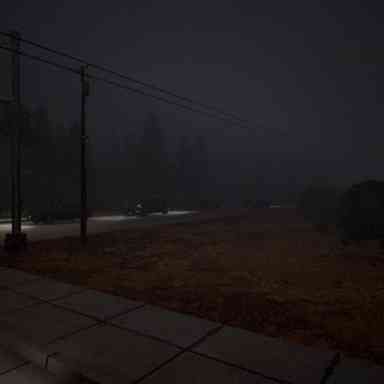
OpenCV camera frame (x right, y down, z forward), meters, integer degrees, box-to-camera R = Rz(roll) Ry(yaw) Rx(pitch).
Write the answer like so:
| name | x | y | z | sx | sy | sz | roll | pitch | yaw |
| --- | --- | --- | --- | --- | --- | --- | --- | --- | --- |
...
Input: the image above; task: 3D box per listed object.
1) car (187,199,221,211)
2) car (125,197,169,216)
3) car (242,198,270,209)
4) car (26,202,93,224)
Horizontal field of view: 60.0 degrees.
| name | x | y | z | sx | sy | sz | roll | pitch | yaw |
| --- | --- | --- | --- | --- | --- | --- | --- | --- | --- |
| car | 1.523 | 1.510 | 39.971 | 1.895 | 1.301 | 4.718 | 0 | 0 | 37 |
| car | -4.327 | 1.312 | 32.097 | 2.097 | 1.767 | 4.553 | 0 | 0 | 37 |
| car | 8.395 | 1.466 | 43.049 | 1.895 | 1.301 | 4.718 | 0 | 0 | 37 |
| car | -9.732 | 1.513 | 24.808 | 1.837 | 1.490 | 4.892 | 0 | 0 | 37 |
